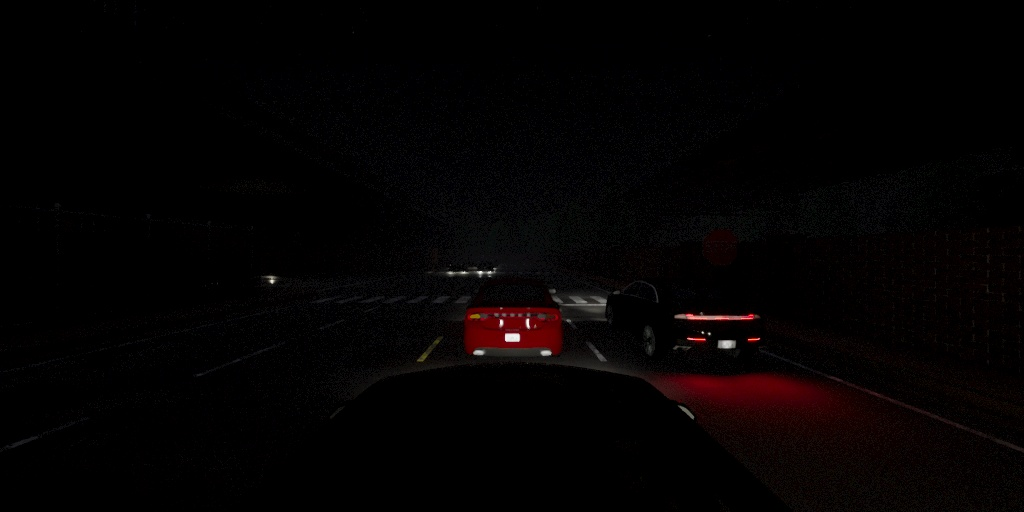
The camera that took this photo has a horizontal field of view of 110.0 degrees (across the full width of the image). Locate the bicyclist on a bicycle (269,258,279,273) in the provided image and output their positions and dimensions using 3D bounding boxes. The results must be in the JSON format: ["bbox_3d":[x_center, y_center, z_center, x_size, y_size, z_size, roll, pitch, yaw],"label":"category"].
[{"bbox_3d":[-25.450,1.051,38.324,0.582,1.620,1.656,0,0,-1],"label":"bicyclist on a bicycle"}]

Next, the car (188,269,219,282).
[{"bbox_3d":[-24.820,1.314,27.346,4.181,1.385,1.994,0,0,-1],"label":"car"}]

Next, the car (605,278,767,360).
[{"bbox_3d":[3.558,1.242,8.332,2.128,1.511,4.902,0,0,0],"label":"car"}]

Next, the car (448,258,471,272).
[{"bbox_3d":[-7.019,1.103,46.934,2.097,1.767,4.553,0,0,-1],"label":"car"}]

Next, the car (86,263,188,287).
[{"bbox_3d":[-25.157,1.241,23.842,4.902,1.511,2.128,0,0,-1],"label":"car"}]

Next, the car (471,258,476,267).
[{"bbox_3d":[-7.277,1.101,63.678,2.097,1.767,4.553,0,0,-1],"label":"car"}]

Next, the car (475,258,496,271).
[{"bbox_3d":[-3.541,1.313,48.417,1.994,1.385,4.181,0,0,-1],"label":"car"}]

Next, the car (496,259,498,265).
[{"bbox_3d":[-3.768,1.275,63.058,1.812,1.442,4.674,0,0,-1],"label":"car"}]

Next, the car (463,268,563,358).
[{"bbox_3d":[0.061,1.228,8.561,1.882,1.535,5.008,0,0,1],"label":"car"}]
